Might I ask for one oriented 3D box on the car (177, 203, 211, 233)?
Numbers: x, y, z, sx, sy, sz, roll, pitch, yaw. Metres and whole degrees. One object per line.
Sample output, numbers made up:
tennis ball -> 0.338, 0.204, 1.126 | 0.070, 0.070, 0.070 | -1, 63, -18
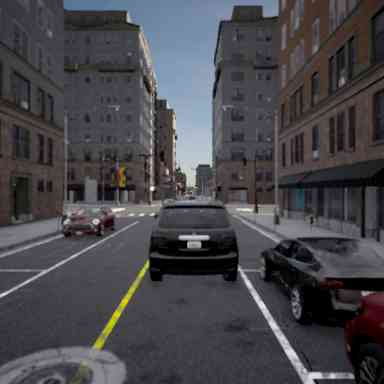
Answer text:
car -> 0.111, 1.508, 20.748 | 1.837, 1.490, 4.892 | 0, 0, 0

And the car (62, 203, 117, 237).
car -> -5.381, 1.442, 17.848 | 1.967, 1.590, 4.097 | 0, 0, 0

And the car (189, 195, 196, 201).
car -> 0.114, 1.646, 91.145 | 1.837, 1.490, 4.892 | 0, 0, 1

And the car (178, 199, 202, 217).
car -> -0.258, 1.492, 32.240 | 1.882, 1.535, 5.008 | 0, 0, -5

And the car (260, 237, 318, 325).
car -> 2.639, 1.565, 6.934 | 1.947, 1.339, 4.313 | 0, 0, 0

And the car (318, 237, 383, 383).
car -> 2.635, 1.314, 1.480 | 2.192, 1.841, 5.009 | 0, 0, 0

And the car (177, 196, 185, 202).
car -> -2.670, 1.678, 82.880 | 1.994, 1.385, 4.181 | 0, 0, 0

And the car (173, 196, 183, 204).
car -> -2.734, 1.583, 67.618 | 1.837, 1.490, 4.892 | 0, 0, 0

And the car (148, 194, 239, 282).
car -> 0.025, 1.223, 9.886 | 2.150, 2.045, 5.566 | 0, 0, 0
